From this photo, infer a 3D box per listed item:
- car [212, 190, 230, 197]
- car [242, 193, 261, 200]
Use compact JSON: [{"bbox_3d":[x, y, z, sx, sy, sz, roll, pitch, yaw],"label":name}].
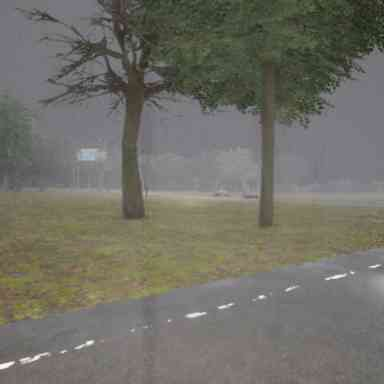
[{"bbox_3d":[6.724,0.326,77.141,2.097,1.767,4.553,2,0,-36],"label":"car"},{"bbox_3d":[12.535,0.877,69.044,1.895,1.301,4.718,2,0,-36],"label":"car"}]
